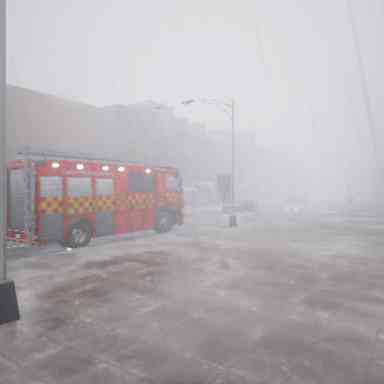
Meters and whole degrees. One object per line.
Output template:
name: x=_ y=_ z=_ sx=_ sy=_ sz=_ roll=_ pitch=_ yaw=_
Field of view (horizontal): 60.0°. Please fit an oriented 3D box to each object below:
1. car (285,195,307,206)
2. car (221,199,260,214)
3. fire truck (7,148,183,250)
car: x=14.521 y=1.099 z=46.341 sx=1.994 sy=1.385 sz=4.181 roll=0 pitch=0 yaw=35
car: x=4.889 y=1.349 z=32.834 sx=2.033 sy=1.411 sz=5.357 roll=0 pitch=0 yaw=35
fire truck: x=-3.953 y=0.264 z=15.302 sx=2.891 sy=3.827 sz=8.468 roll=0 pitch=1 yaw=35
